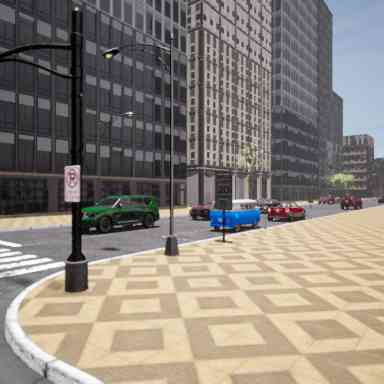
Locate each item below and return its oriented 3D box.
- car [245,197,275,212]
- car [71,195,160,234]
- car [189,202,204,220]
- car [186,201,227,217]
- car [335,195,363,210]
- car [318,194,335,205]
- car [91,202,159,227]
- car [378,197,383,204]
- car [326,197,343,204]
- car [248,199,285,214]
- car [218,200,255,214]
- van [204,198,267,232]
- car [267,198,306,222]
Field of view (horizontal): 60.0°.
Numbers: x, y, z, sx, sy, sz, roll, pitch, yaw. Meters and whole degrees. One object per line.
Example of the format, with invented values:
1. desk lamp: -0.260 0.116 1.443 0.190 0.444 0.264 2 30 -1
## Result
1. car: 8.281 1.469 40.449 1.967 1.590 4.097 0 0 38
2. car: -4.380 1.237 20.019 2.150 2.045 5.566 0 0 39
3. car: 1.837 1.623 28.086 1.895 1.301 4.718 0 0 38
4. car: 1.471 1.602 31.648 1.802 1.307 4.206 0 0 38
5. car: 21.323 1.367 44.426 2.192 1.841 5.009 0 0 38
6. car: 25.306 1.379 62.450 2.192 1.841 5.009 0 0 38
7. car: -4.657 1.539 23.941 1.752 1.417 4.829 0 0 38
8. car: 38.347 1.657 66.425 1.947 1.339 4.313 0 0 38
9. car: 28.711 1.623 66.849 2.008 1.369 4.403 0 0 38
10. car: 8.224 1.521 36.322 2.128 1.511 4.902 0 0 38
11. car: 4.876 1.569 36.049 1.887 1.381 4.507 0 0 38
12. van: 2.723 1.367 20.209 1.690 1.788 3.998 0 0 38
13. car: 7.703 1.471 26.825 1.967 1.590 4.097 0 0 38
